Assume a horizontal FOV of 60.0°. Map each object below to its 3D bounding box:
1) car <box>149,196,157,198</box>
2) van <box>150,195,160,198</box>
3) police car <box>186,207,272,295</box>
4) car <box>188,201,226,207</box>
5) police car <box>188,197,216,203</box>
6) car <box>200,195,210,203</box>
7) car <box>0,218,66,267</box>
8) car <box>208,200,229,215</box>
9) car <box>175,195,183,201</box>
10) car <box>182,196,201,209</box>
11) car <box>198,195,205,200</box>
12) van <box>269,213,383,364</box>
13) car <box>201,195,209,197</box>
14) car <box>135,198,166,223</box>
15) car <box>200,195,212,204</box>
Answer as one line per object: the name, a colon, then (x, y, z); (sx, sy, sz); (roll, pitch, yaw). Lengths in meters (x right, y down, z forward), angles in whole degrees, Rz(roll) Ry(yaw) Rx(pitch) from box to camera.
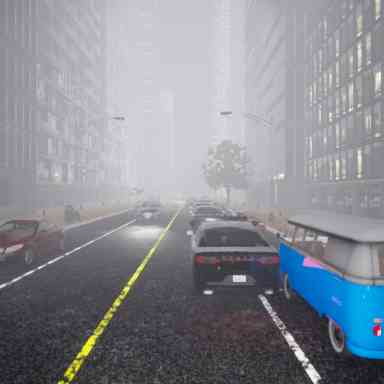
car: (-5.745, 1.548, 39.855); (2.008, 1.369, 4.403); (0, 0, 0)
van: (-5.760, 1.328, 51.240); (1.690, 1.788, 3.998); (0, 0, 0)
police car: (0.888, 1.425, 8.835); (1.930, 1.638, 5.238); (0, 0, 0)
car: (0.874, 1.478, 18.725); (1.882, 1.535, 5.008); (0, 0, 0)
police car: (0.866, 1.425, 24.835); (1.930, 1.638, 5.238); (0, 0, 0)
car: (2.597, 1.401, 68.325); (1.967, 1.590, 4.097); (0, 0, 0)
car: (-5.706, 1.582, 11.392); (1.802, 1.307, 4.206); (0, 0, 0)
car: (2.643, 1.581, 34.171); (1.802, 1.307, 4.206); (0, 0, 0)
car: (-3.113, 1.430, 81.325); (2.128, 1.511, 4.902); (0, 0, 0)
car: (-0.052, 1.594, 45.802); (1.895, 1.301, 4.718); (0, 0, 0)
car: (2.566, 1.463, 91.095); (1.887, 1.381, 4.507); (0, 0, 0)
van: (2.683, 1.341, 5.709); (1.690, 1.788, 3.998); (0, 0, 0)
car: (2.628, 1.544, 45.555); (2.008, 1.369, 4.403); (0, 0, 0)
car: (-3.135, 1.491, 26.003); (2.128, 1.511, 4.902); (0, 0, 0)
car: (2.605, 1.410, 62.633); (1.967, 1.590, 4.097); (0, 0, 0)
